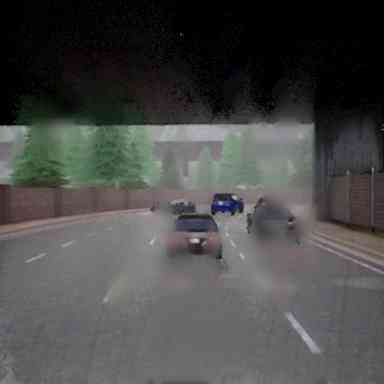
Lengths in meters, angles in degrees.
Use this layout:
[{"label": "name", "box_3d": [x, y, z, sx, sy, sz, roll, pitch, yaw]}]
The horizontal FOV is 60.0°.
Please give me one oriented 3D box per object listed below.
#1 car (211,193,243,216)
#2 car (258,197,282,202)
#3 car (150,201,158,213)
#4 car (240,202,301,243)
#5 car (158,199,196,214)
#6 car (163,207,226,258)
[{"label": "car", "box_3d": [3.520, 1.135, 32.018, 2.150, 2.045, 5.566, 0, 0, 21]}, {"label": "car", "box_3d": [7.618, 1.265, 32.432, 2.097, 1.767, 4.553, 0, 0, 24]}, {"label": "car", "box_3d": [-2.787, 1.468, 35.414, 1.994, 1.385, 4.181, 0, 0, 23]}, {"label": "car", "box_3d": [3.730, 1.449, 15.764, 2.128, 1.511, 4.902, 0, 0, 2]}, {"label": "car", "box_3d": [-1.030, 1.423, 30.139, 1.837, 1.490, 4.892, -1, 0, 18]}, {"label": "car", "box_3d": [0.128, 1.513, 12.542, 2.033, 1.411, 5.357, 0, 0, 1]}]
